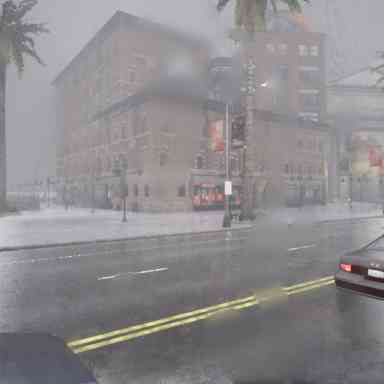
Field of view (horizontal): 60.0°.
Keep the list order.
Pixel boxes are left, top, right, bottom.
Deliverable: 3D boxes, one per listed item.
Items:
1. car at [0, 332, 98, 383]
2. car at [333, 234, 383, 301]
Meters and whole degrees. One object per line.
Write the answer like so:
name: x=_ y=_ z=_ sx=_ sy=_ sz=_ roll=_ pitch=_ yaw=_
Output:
car: x=-3.084 y=1.548 z=1.481 sx=5.357 sy=1.411 sz=2.033 roll=0 pitch=0 yaw=-37
car: x=5.434 y=1.547 z=7.572 sx=5.357 sy=1.411 sz=2.033 roll=0 pitch=0 yaw=-35
